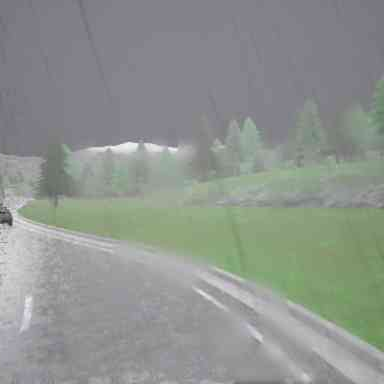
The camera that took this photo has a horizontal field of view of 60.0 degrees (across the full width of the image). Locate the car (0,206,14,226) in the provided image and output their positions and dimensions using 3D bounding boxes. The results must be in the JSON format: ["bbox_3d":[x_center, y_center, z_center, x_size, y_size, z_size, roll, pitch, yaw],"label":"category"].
[{"bbox_3d":[-14.654,1.797,24.908,2.128,1.511,4.902,-1,0,-36],"label":"car"}]
